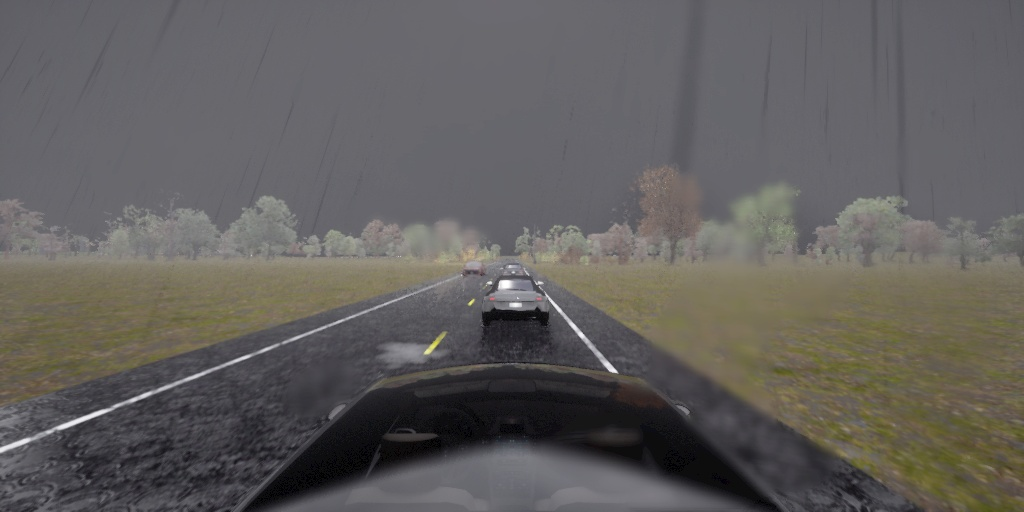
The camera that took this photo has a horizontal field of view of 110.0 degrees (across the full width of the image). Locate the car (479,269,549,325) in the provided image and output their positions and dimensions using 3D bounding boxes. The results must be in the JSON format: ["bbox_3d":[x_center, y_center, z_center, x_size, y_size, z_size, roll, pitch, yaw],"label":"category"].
[{"bbox_3d":[0.101,1.314,11.852,1.994,1.385,4.181,0,0,0],"label":"car"}]

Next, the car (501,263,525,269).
[{"bbox_3d":[0.104,1.298,29.690,2.033,1.411,5.357,0,0,0],"label":"car"}]

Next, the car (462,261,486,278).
[{"bbox_3d":[-3.589,1.229,34.596,1.882,1.535,5.008,0,0,0],"label":"car"}]
